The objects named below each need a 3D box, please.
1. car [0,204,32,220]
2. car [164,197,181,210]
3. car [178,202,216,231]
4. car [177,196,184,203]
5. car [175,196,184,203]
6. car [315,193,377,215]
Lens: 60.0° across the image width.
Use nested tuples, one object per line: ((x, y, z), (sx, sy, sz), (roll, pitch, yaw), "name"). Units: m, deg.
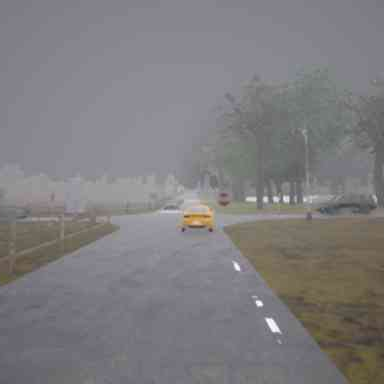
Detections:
((-16.551, 1.742, 29.475), (4.181, 1.385, 1.994), (0, -1, 0), "car")
((-2.788, 1.789, 45.582), (1.994, 1.385, 4.181), (0, 0, -2), "car")
((0.474, 1.600, 21.645), (1.882, 1.535, 5.008), (0, 0, 5), "car")
((-2.699, 1.751, 62.638), (2.033, 1.411, 5.357), (0, 0, 0), "car")
((-2.690, 1.632, 73.350), (1.882, 1.535, 5.008), (0, 0, 0), "car")
((14.970, 1.168, 32.502), (5.566, 2.045, 2.150), (-2, -1, 0), "car")
